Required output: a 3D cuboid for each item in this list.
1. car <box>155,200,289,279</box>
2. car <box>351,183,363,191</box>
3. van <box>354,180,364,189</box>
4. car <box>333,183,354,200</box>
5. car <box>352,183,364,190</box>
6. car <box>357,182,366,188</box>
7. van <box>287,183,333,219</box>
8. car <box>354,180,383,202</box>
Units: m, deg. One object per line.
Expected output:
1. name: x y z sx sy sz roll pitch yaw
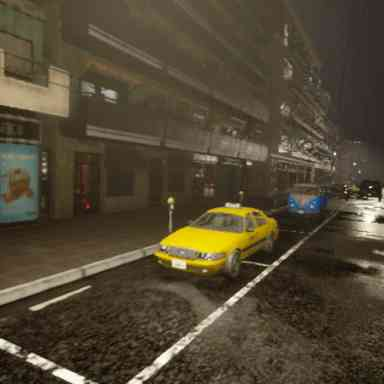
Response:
1. car: 0.932 0.994 8.516 1.752 1.417 4.829 4 4 29
2. car: 31.249 -1.045 63.076 1.802 1.307 4.206 4 4 29
3. van: 36.754 -1.645 72.956 1.690 1.788 3.998 4 4 29
4. car: 14.762 -0.068 33.388 1.967 1.590 4.097 4 4 29
5. car: 33.997 -1.226 68.022 1.802 1.307 4.206 4 4 29
6. car: 42.161 -1.809 82.711 1.752 1.417 4.829 4 4 29
7. van: 6.520 0.411 18.545 1.690 1.788 3.998 4 4 29
8. car: 18.495 -0.201 34.542 2.150 2.045 5.566 4 4 29
